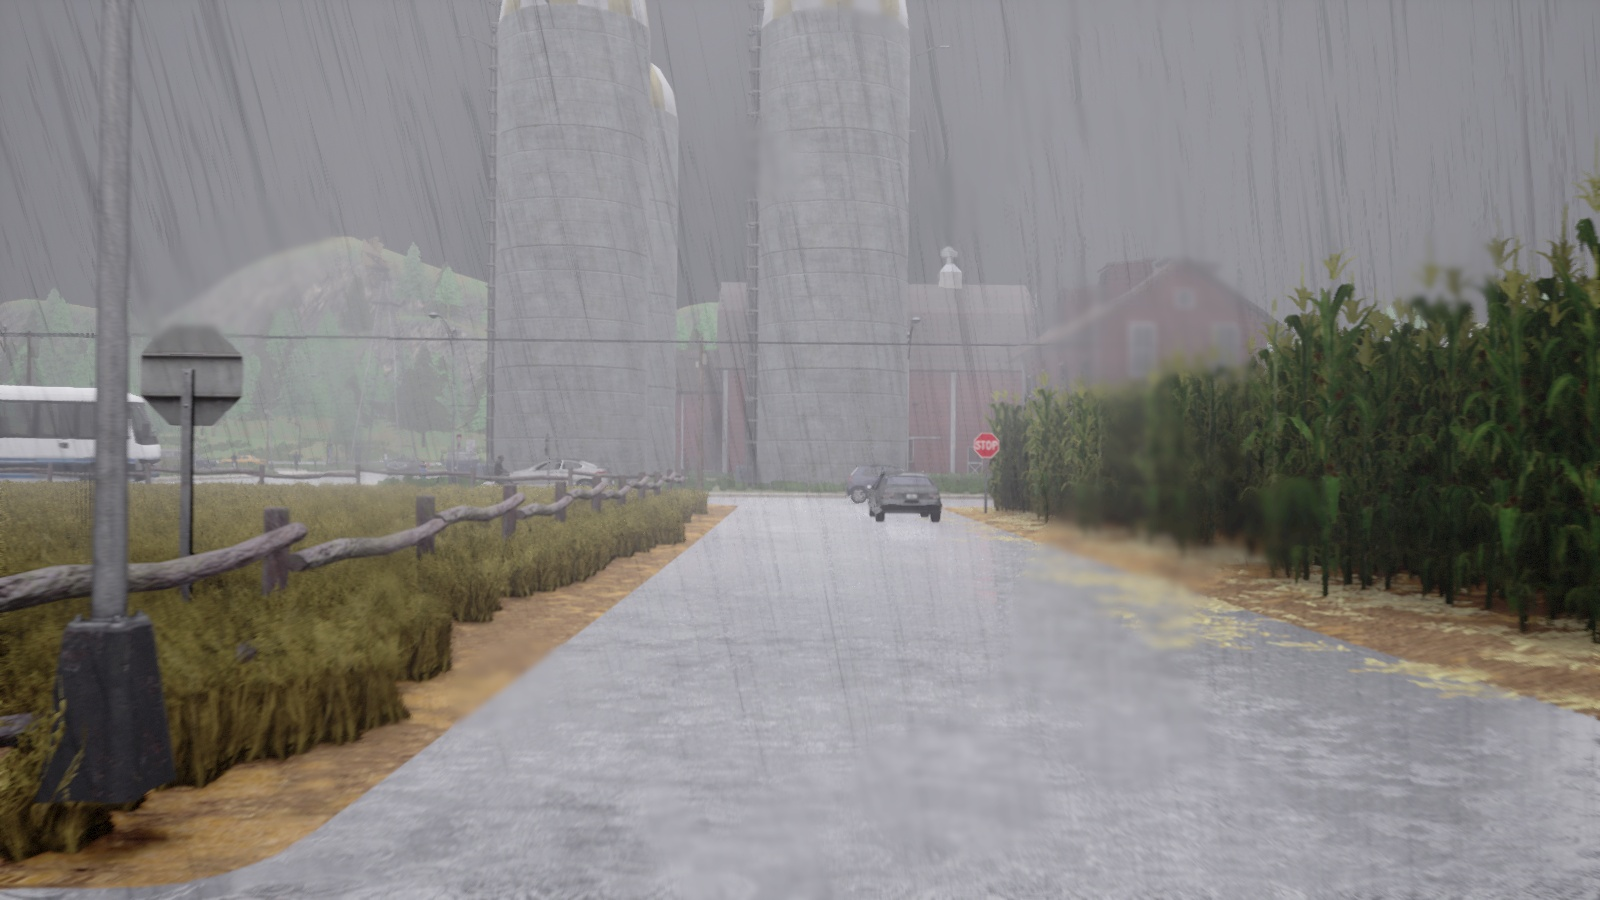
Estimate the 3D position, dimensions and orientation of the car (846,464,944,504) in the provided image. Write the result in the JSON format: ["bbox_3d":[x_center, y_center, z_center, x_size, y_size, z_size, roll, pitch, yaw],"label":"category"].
[{"bbox_3d":[3.613,1.315,48.424,3.633,1.501,1.845,0,0,0],"label":"car"}]

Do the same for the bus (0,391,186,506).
[{"bbox_3d":[-29.674,-0.104,48.307,10.273,4.253,3.944,0,1,-14],"label":"bus"}]

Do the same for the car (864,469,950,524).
[{"bbox_3d":[3.003,1.279,36.330,2.033,1.411,5.357,0,0,0],"label":"car"}]

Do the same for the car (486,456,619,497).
[{"bbox_3d":[-10.169,1.087,51.822,5.027,1.651,2.152,0,0,1],"label":"car"}]
